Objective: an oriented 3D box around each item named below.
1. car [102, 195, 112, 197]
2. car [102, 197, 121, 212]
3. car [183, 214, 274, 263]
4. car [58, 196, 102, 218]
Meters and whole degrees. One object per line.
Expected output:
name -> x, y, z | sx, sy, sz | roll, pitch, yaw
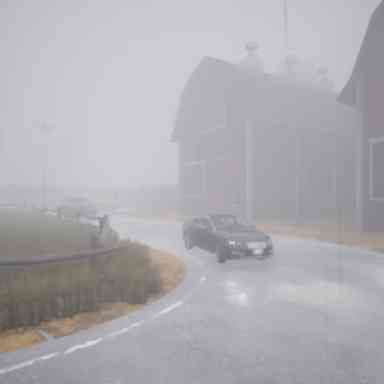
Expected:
car -> -13.948, 1.568, 54.417 | 5.566, 2.045, 2.150 | 0, -1, 43
car -> -11.466, 1.758, 44.254 | 1.882, 1.535, 5.008 | 0, 0, 3
car -> 1.150, 1.601, 12.608 | 2.128, 1.511, 4.902 | 1, 0, -22
car -> -10.357, 1.395, 29.725 | 2.150, 2.045, 5.566 | 1, -1, -36
